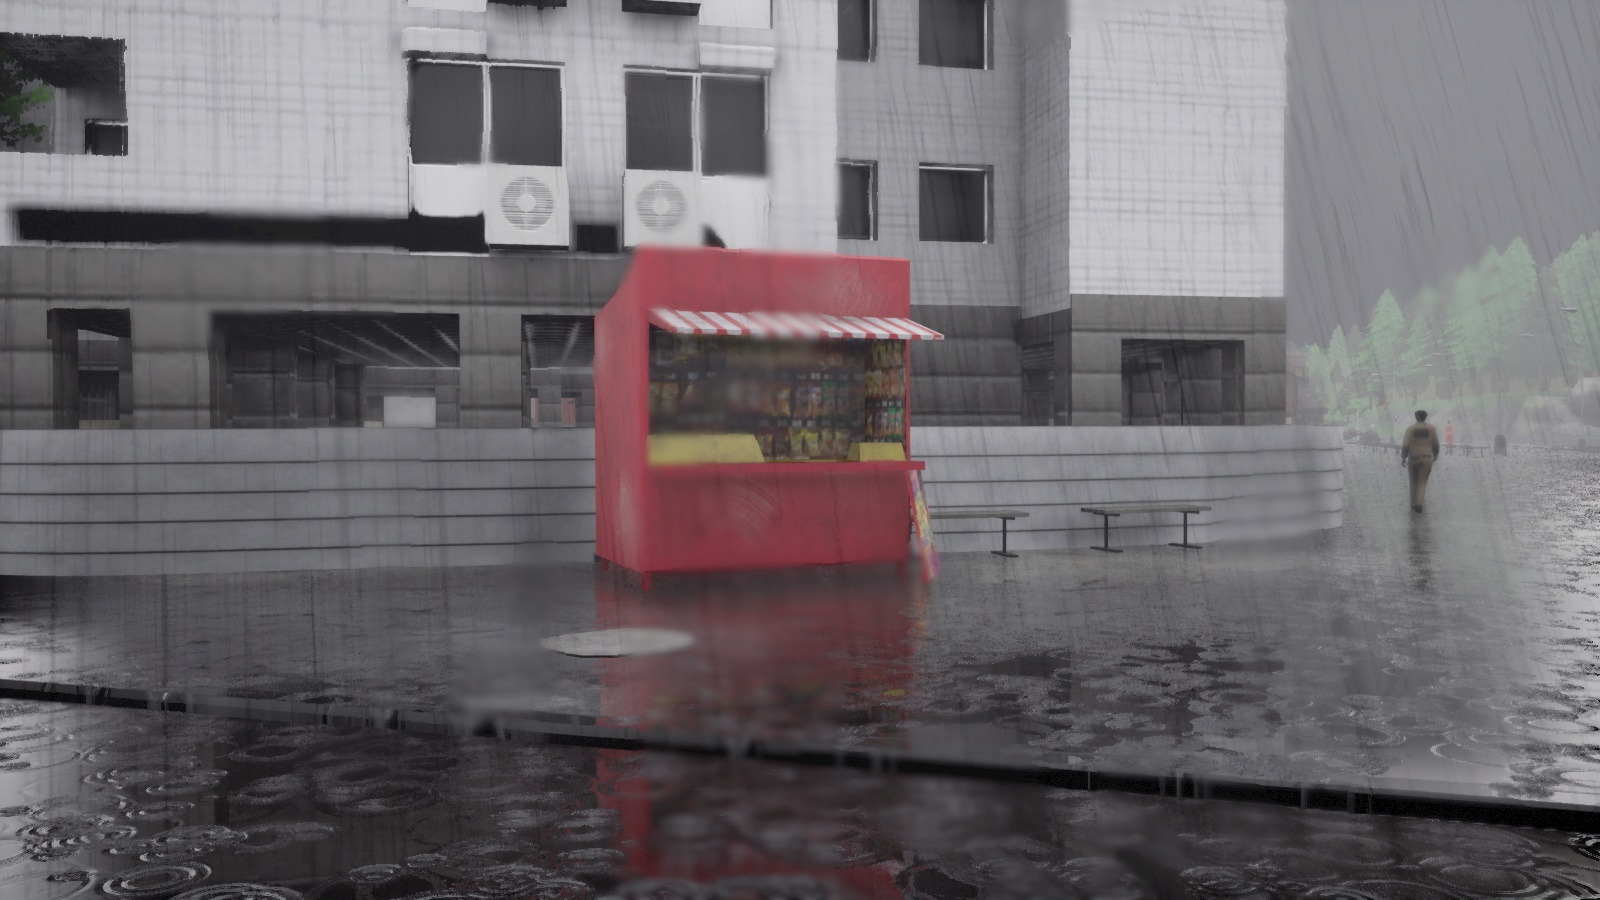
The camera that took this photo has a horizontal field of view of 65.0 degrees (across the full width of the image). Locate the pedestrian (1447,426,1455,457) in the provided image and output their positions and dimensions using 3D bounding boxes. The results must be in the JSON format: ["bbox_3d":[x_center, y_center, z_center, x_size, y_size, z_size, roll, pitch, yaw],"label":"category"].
[{"bbox_3d":[37.879,-0.491,73.049,0.345,1.836,0.594,1,1,19],"label":"pedestrian"}]

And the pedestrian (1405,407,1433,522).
[{"bbox_3d":[10.575,0.233,21.441,0.396,1.930,0.692,1,1,27],"label":"pedestrian"}]
